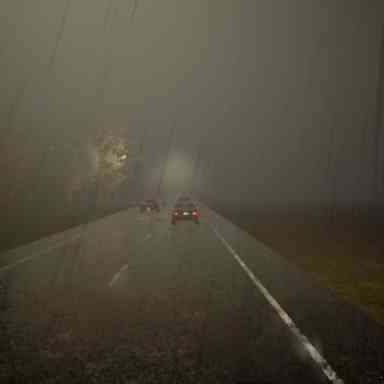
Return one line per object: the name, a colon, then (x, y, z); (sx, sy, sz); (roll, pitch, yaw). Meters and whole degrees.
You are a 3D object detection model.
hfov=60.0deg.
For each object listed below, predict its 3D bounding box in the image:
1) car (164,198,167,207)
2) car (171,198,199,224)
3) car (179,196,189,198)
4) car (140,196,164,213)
car: (-4.628, 1.298, 46.953); (1.812, 1.442, 4.674); (0, 0, -1)
car: (-0.497, 1.421, 23.632); (2.033, 1.411, 5.357); (0, 0, -2)
car: (-1.088, 1.301, 45.524); (2.033, 1.411, 5.357); (0, 0, 0)
car: (-4.294, 1.347, 34.596); (1.837, 1.490, 4.892); (0, 0, -2)
